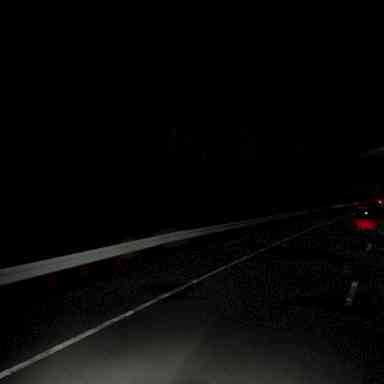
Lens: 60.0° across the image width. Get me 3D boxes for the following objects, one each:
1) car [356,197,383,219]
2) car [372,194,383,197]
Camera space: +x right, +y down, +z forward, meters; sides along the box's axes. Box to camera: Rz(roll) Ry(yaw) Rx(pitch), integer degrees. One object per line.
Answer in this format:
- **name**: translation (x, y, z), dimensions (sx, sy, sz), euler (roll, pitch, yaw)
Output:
- **car**: translation (15.913, 1.505, 29.703), dimensions (1.837, 1.490, 4.892), euler (0, 0, 35)
- **car**: translation (21.935, 1.221, 38.269), dimensions (2.150, 2.045, 5.566), euler (0, 0, 35)
